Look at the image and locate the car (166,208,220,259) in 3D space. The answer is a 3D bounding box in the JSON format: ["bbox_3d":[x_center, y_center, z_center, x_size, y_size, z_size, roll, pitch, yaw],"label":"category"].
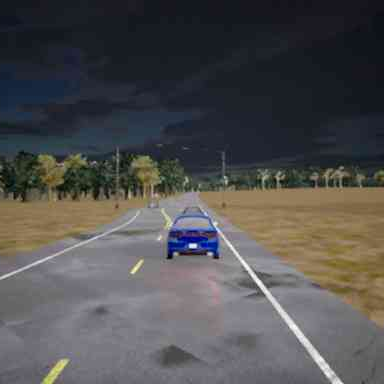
[{"bbox_3d":[0.053,1.664,13.555,1.882,1.535,5.008,0,0,1],"label":"car"}]

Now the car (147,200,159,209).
[{"bbox_3d":[-6.840,2.217,58.628,2.128,1.511,4.902,0,0,-3],"label":"car"}]
